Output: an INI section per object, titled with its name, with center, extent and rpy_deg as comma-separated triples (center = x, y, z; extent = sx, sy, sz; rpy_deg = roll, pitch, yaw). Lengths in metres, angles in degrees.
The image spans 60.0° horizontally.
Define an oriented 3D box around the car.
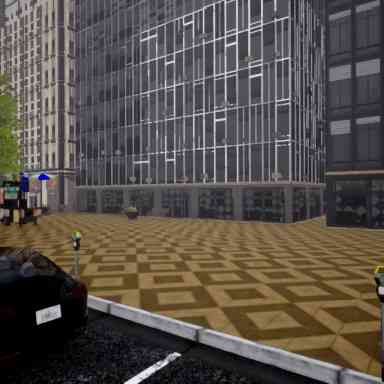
[car]
center = -3.482, 1.566, 5.371
extent = 4.313, 1.339, 1.947
rpy_deg = 0, 0, 36
